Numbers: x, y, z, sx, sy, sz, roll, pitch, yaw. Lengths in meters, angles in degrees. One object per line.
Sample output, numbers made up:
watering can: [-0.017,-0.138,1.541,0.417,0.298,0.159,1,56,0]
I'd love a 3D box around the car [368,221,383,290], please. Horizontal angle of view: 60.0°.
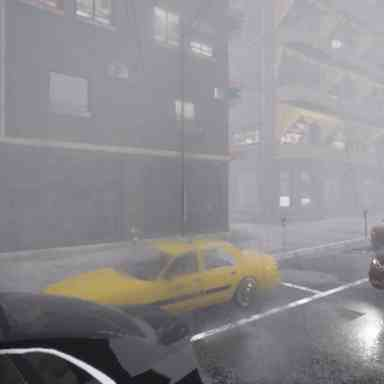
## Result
car: [5.999,1.457,7.819,4.674,1.442,1.812,-1,0,-36]

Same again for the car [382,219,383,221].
car: [8.726,1.445,13.044,4.507,1.381,1.887,-1,1,-36]

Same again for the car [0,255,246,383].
car: [-2.116,1.546,1.826,4.892,1.490,1.837,0,0,-36]

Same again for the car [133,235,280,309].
car: [-0.367,1.547,6.325,4.829,1.417,1.752,-1,1,-36]
